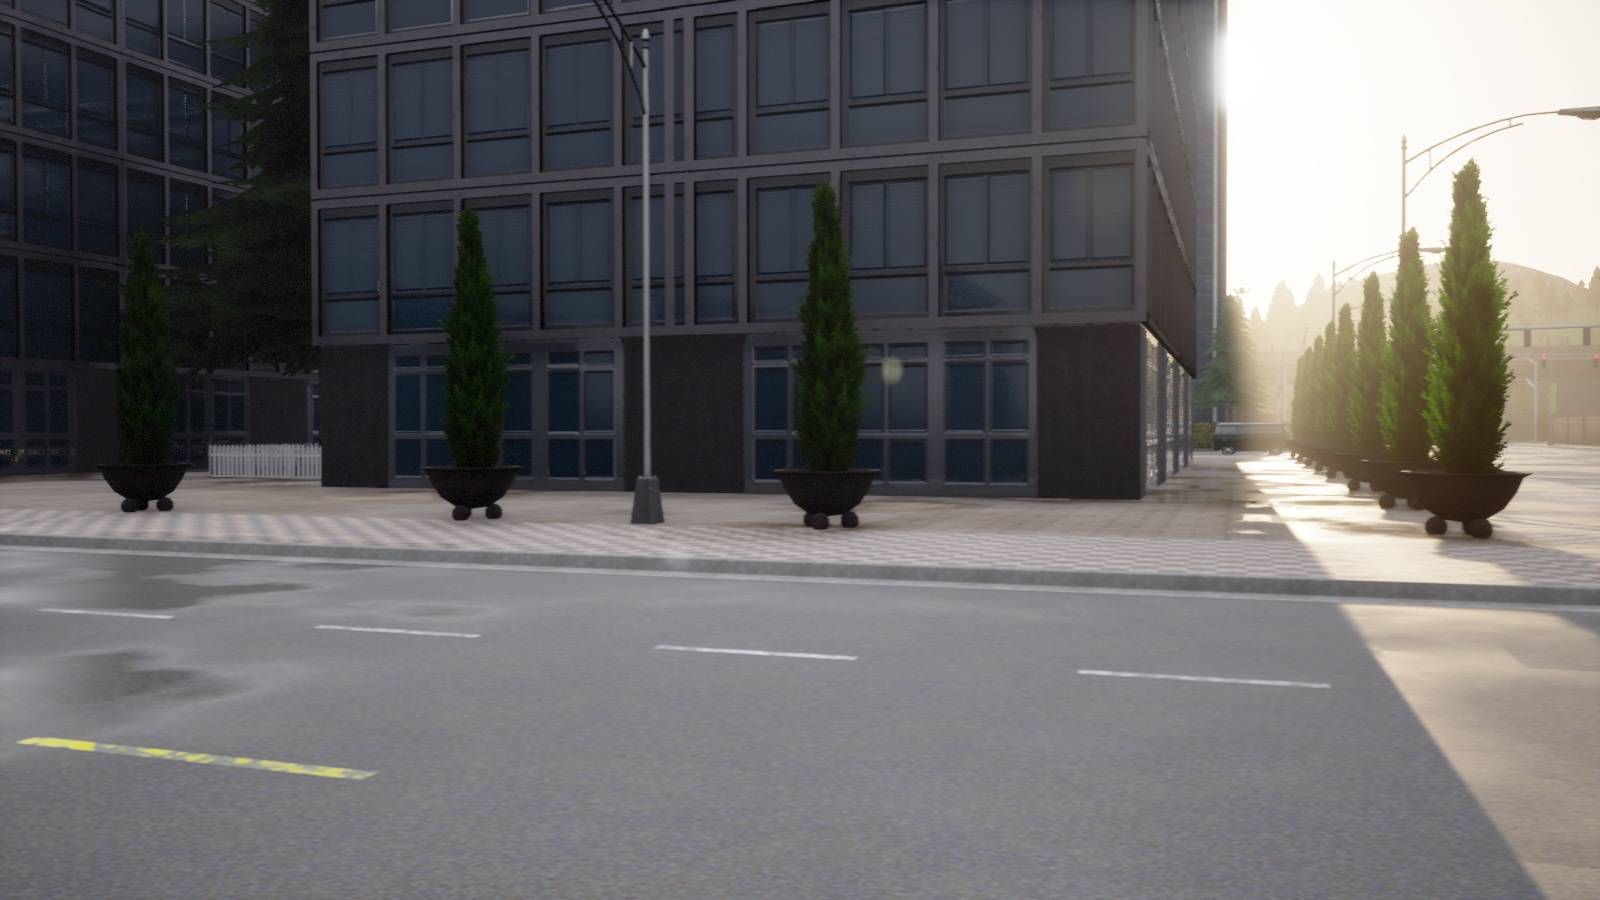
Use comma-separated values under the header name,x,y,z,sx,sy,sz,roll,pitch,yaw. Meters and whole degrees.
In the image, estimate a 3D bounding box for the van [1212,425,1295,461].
name,x,y,z,sx,sy,sz,roll,pitch,yaw
van,26.120,-0.426,72.485,4.442,1.987,1.775,0,1,19
